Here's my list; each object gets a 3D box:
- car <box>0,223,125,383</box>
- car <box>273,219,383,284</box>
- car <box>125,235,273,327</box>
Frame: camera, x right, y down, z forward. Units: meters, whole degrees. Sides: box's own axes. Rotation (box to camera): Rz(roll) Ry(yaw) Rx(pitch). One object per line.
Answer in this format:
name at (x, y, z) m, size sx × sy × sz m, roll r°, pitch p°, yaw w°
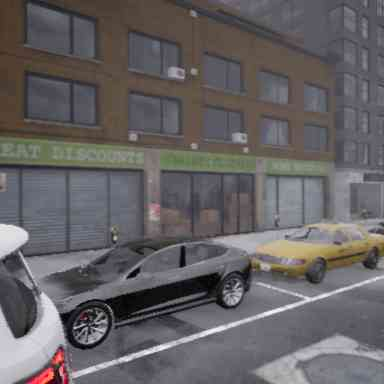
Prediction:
car at (-3.262, 1.231, 1.039) m, size 5.566 × 2.045 × 2.150 m, roll -1°, pitch 0°, yaw -35°
car at (3.738, 1.484, 9.430) m, size 4.829 × 1.417 × 1.752 m, roll 0°, pitch 0°, yaw -35°
car at (-0.738, 1.552, 6.238) m, size 4.313 × 1.339 × 1.947 m, roll 0°, pitch 0°, yaw -35°
